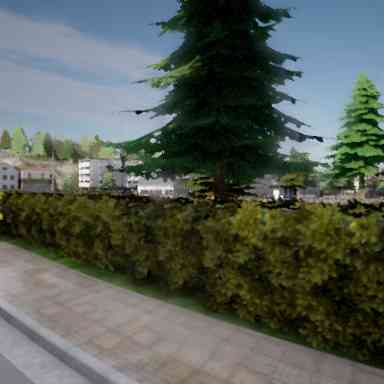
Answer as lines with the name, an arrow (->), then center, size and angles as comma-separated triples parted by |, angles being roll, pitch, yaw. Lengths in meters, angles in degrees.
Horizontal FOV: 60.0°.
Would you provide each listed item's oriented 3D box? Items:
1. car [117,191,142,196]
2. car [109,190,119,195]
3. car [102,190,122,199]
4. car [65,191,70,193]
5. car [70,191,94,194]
car -> -9.637, 1.061, 54.036 | 3.806, 1.475, 1.970 | 0, 0, -44
car -> -15.101, 0.655, 70.488 | 4.605, 1.855, 1.932 | 0, 0, -44
car -> -17.422, 0.608, 72.282 | 3.866, 1.878, 1.905 | 0, 0, -44
car -> -31.055, 0.592, 85.824 | 3.806, 1.475, 1.970 | 0, 0, -44
car -> -26.346, 0.571, 81.451 | 5.027, 1.636, 2.152 | 0, 0, -44
